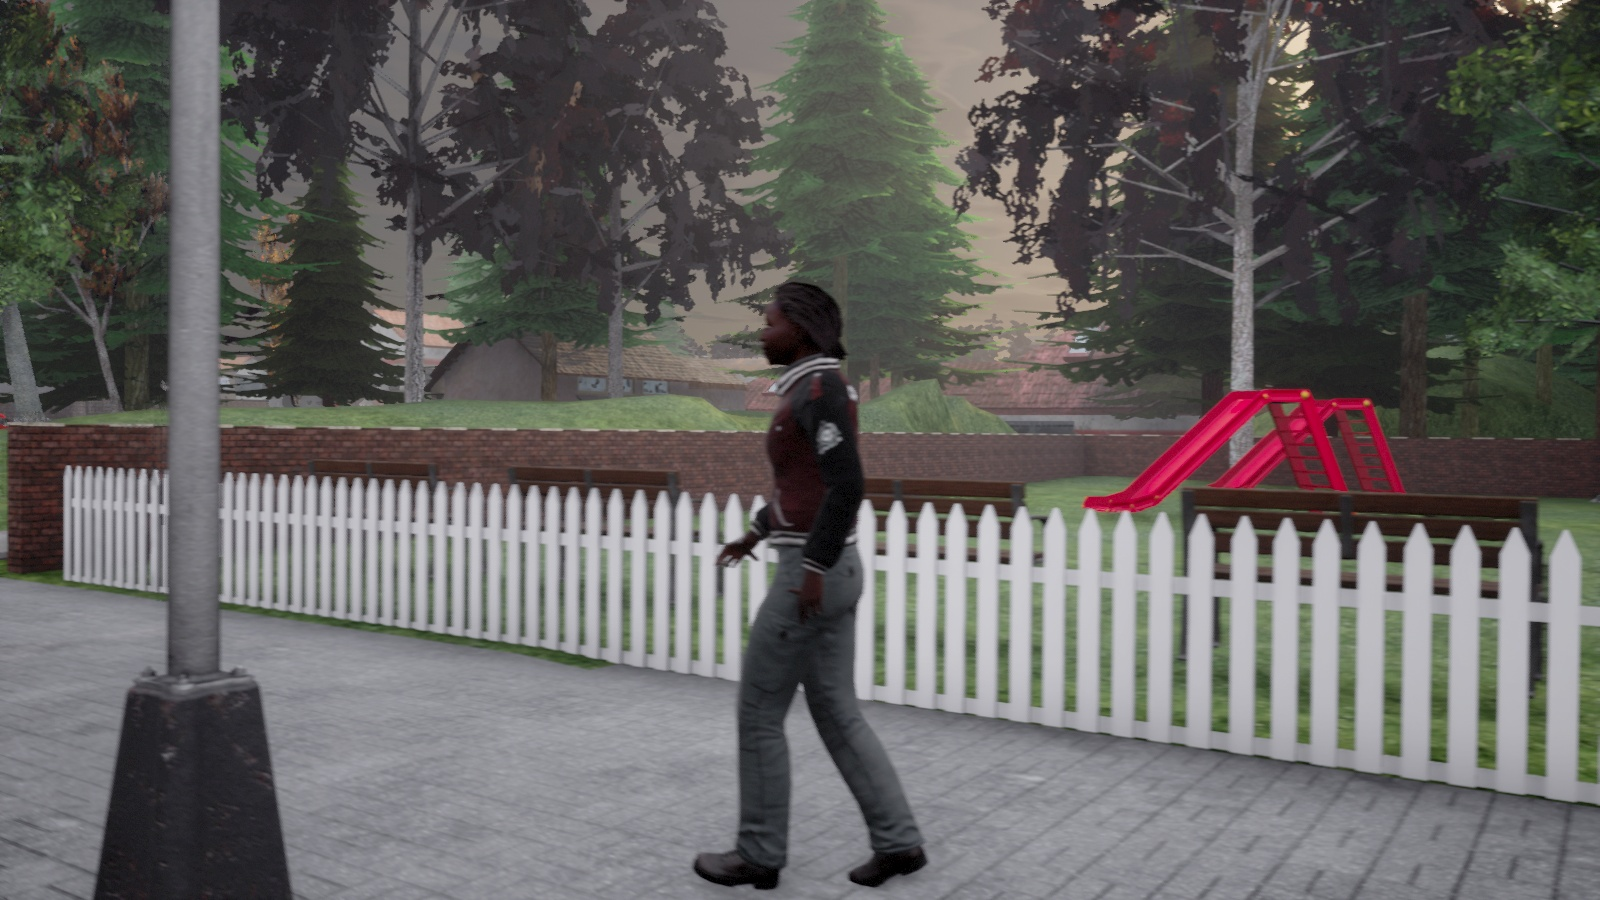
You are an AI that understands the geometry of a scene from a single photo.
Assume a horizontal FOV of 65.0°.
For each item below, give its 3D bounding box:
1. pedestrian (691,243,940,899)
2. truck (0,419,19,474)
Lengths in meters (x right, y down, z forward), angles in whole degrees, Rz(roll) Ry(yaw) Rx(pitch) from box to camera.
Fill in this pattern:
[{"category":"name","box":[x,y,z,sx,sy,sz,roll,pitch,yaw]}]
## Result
[{"category":"pedestrian","box":[0.060,0.389,3.774,0.666,1.930,0.402,0,1,12]},{"category":"truck","box":[-37.611,-0.199,54.891,2.627,2.467,5.204,0,-1,34]}]
